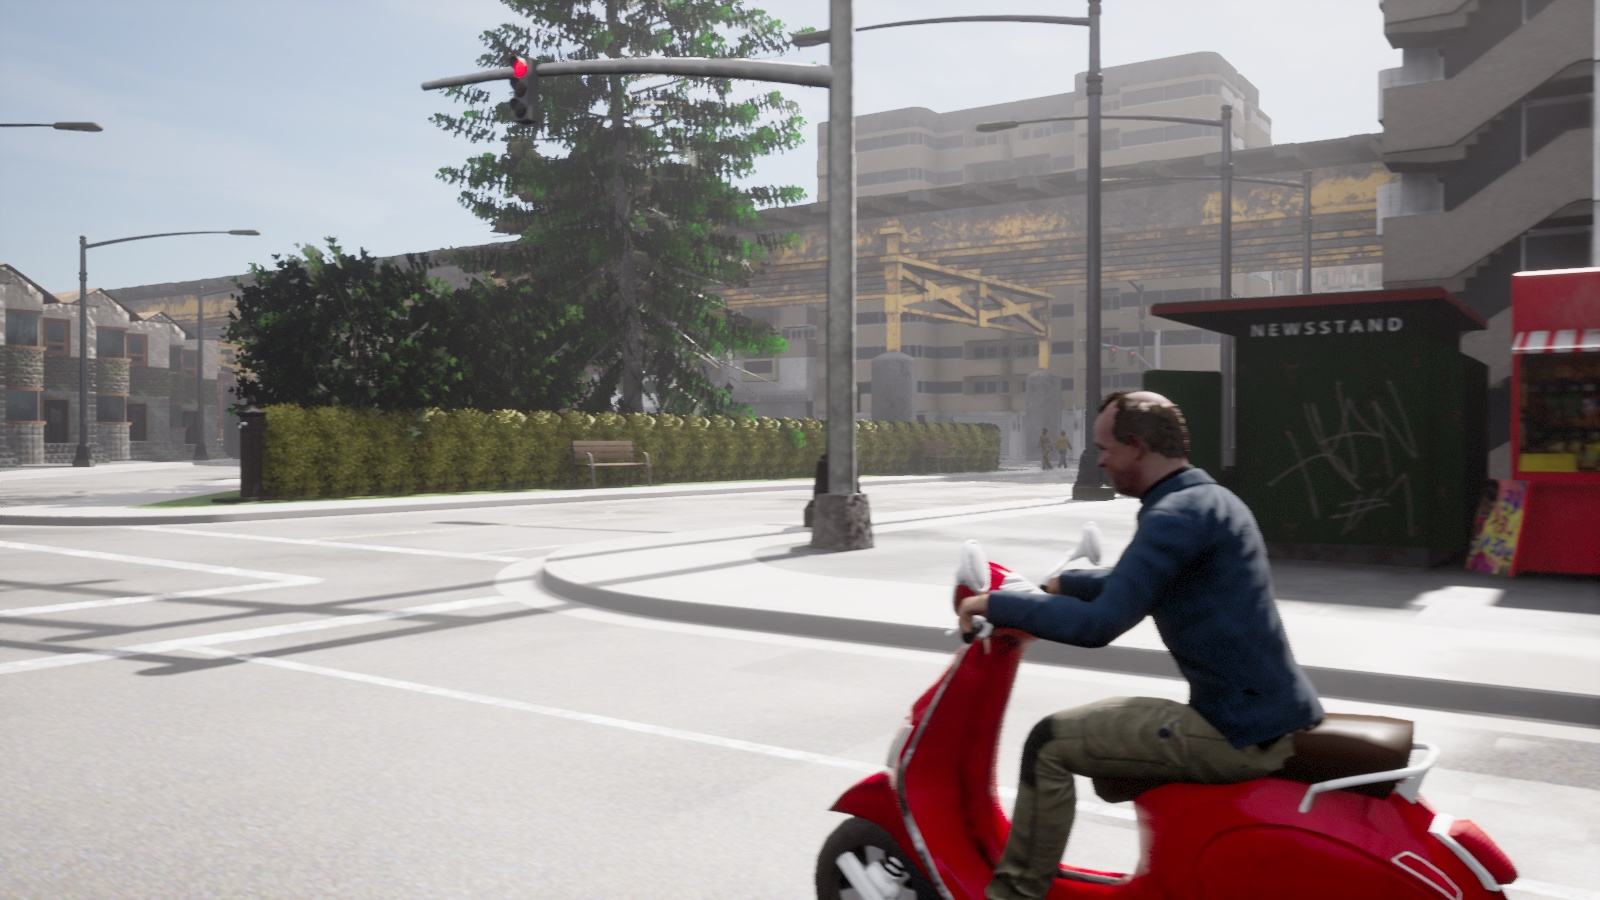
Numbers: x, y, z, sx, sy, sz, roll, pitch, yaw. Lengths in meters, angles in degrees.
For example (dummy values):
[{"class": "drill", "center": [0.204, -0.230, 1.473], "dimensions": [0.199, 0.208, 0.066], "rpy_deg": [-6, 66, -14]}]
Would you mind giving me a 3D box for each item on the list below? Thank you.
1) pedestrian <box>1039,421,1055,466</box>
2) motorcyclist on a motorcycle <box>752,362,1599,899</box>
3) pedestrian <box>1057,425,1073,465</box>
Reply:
[{"class": "pedestrian", "center": [10.638, -0.292, 54.045], "dimensions": [0.396, 1.930, 0.692], "rpy_deg": [-1, 1, 39]}, {"class": "motorcyclist on a motorcycle", "center": [0.882, 0.635, 3.038], "dimensions": [1.817, 1.590, 0.866], "rpy_deg": [0, 1, 34]}, {"class": "pedestrian", "center": [12.130, -0.236, 57.516], "dimensions": [0.370, 1.835, 0.726], "rpy_deg": [-1, 1, 40]}]
